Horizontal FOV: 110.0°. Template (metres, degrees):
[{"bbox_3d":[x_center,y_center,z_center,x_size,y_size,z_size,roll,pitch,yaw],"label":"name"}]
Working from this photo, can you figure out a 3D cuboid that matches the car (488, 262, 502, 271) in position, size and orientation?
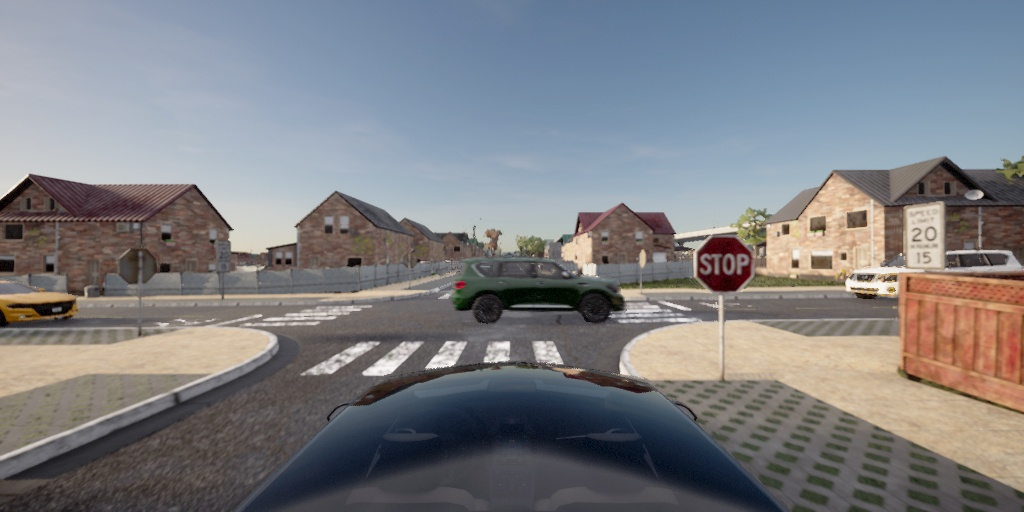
[{"bbox_3d":[-2.858,1.799,61.019,2.128,1.511,4.902,0,-1,0],"label":"car"}]

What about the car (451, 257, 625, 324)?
[{"bbox_3d":[0.798,1.062,11.926,5.566,2.045,2.150,0,-1,1],"label":"car"}]

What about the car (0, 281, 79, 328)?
[{"bbox_3d":[-18.004,1.585,12.272,5.008,1.535,1.882,-1,-1,1],"label":"car"}]

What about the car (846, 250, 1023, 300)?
[{"bbox_3d":[16.956,0.811,14.484,5.566,2.045,2.150,-1,-1,1],"label":"car"}]
